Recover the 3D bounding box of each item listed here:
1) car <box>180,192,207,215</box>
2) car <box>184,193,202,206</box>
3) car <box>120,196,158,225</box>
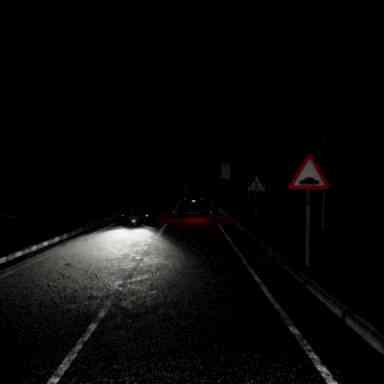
[{"bbox_3d":[0.116,0.874,25.150,2.033,1.649,4.856,0,-4,0],"label":"car"},{"bbox_3d":[0.155,0.912,40.850,1.994,1.385,4.181,0,1,1],"label":"car"},{"bbox_3d":[-3.319,1.085,21.420,2.128,1.511,4.902,0,7,0],"label":"car"}]
